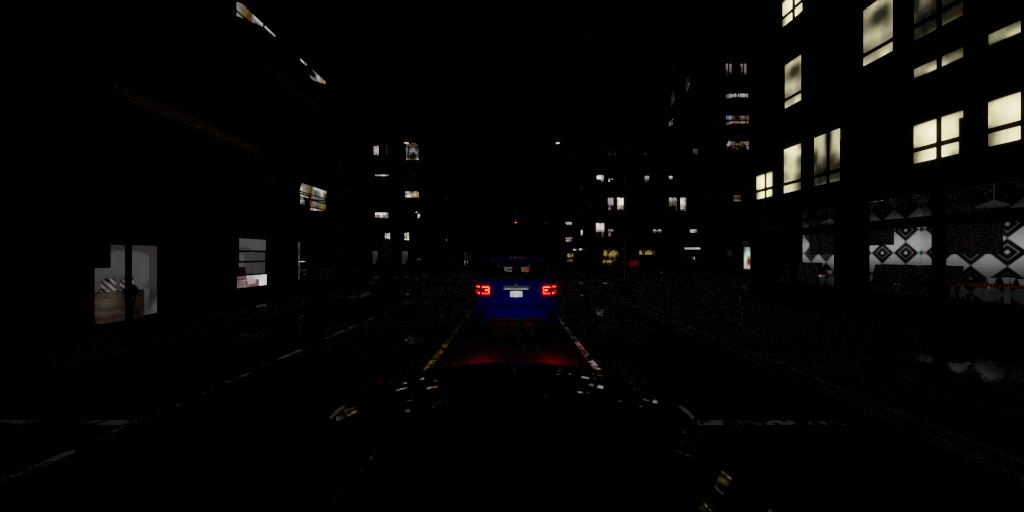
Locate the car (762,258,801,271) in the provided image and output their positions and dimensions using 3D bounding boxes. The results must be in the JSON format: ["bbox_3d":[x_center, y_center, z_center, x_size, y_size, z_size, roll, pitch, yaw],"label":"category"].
[{"bbox_3d":[25.815,0.822,34.451,4.313,1.339,1.948,0,0,0],"label":"car"}]

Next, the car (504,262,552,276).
[{"bbox_3d":[1.720,1.299,37.404,4.718,1.301,1.895,-1,0,-31],"label":"car"}]

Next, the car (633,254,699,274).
[{"bbox_3d":[14.721,0.778,34.358,5.009,1.841,2.192,0,0,0],"label":"car"}]

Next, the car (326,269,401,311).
[{"bbox_3d":[-5.736,1.332,14.384,1.802,1.307,4.207,0,0,0],"label":"car"}]

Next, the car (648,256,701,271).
[{"bbox_3d":[18.172,0.865,40.177,5.008,1.535,1.882,-1,0,0],"label":"car"}]

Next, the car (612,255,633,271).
[{"bbox_3d":[14.589,0.764,42.737,5.009,1.841,2.192,0,0,0],"label":"car"}]

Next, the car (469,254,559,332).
[{"bbox_3d":[0.101,0.971,10.979,2.150,2.045,5.566,0,0,0],"label":"car"}]

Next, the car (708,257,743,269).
[{"bbox_3d":[25.681,0.824,42.831,4.207,1.307,1.802,0,0,0],"label":"car"}]
